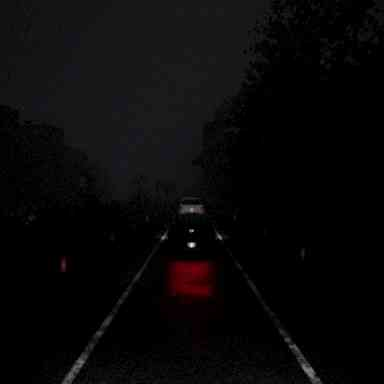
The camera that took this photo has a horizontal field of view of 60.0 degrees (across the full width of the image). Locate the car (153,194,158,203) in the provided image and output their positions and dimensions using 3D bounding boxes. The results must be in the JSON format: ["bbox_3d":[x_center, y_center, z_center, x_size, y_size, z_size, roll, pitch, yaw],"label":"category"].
[{"bbox_3d":[-9.089,1.716,68.982,2.097,1.535,5.008,0,-1,2],"label":"car"}]

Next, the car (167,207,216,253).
[{"bbox_3d":[-0.007,1.641,14.305,1.837,1.490,4.892,0,0,0],"label":"car"}]

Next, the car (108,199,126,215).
[{"bbox_3d":[-9.022,1.574,35.703,2.097,1.535,5.008,0,0,2],"label":"car"}]

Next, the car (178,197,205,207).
[{"bbox_3d":[-0.022,1.458,29.029,2.150,2.045,5.566,0,0,0],"label":"car"}]

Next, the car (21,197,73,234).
[{"bbox_3d":[-8.987,1.343,19.097,2.185,1.767,4.553,0,-1,2],"label":"car"}]

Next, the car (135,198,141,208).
[{"bbox_3d":[-9.044,1.643,46.800,2.097,1.535,5.008,0,-1,2],"label":"car"}]

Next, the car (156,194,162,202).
[{"bbox_3d":[-9.108,1.545,78.867,2.435,2.045,5.566,0,0,1],"label":"car"}]

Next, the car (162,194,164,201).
[{"bbox_3d":[-9.122,1.860,85.611,2.002,1.452,4.674,0,0,0],"label":"car"}]

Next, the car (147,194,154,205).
[{"bbox_3d":[-9.078,1.702,63.434,2.097,1.535,5.008,0,0,2],"label":"car"}]

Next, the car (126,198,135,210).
[{"bbox_3d":[-9.033,1.619,41.244,2.231,1.521,4.892,0,0,2],"label":"car"}]

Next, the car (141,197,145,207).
[{"bbox_3d":[-9.065,1.654,53.182,1.946,1.575,5.366,0,0,2],"label":"car"}]

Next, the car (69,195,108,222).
[{"bbox_3d":[-9.005,1.256,26.751,2.435,2.045,5.566,0,0,2],"label":"car"}]

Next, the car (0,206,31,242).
[{"bbox_3d":[-8.966,1.487,13.492,2.163,1.488,4.792,1,-1,2],"label":"car"}]
